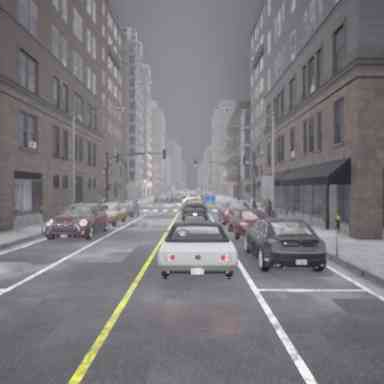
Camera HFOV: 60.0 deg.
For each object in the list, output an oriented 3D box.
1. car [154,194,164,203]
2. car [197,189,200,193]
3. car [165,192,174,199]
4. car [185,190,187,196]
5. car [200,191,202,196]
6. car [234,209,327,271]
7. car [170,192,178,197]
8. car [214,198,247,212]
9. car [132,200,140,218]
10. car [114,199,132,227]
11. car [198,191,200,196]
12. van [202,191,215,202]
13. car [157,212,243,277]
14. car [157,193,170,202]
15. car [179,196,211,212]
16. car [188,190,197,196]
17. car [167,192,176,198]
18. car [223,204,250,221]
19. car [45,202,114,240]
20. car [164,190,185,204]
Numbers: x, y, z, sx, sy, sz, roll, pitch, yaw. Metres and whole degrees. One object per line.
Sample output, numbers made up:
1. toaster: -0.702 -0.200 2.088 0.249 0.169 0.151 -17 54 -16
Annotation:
1. car: -5.154 1.047 53.932 2.008 1.369 4.403 0 1 0
2. car: 2.999 0.539 82.307 2.192 1.841 5.009 0 1 0
3. car: -5.053 0.808 76.488 1.752 1.417 4.829 0 1 0
4. car: -2.464 0.918 67.340 2.033 1.411 5.357 0 1 0
5. car: 2.922 0.973 65.266 1.802 1.307 4.206 0 1 0
6. car: 2.675 1.454 10.269 2.008 1.369 4.403 0 1 0
7. car: -4.975 0.676 93.703 1.947 1.339 4.313 0 1 0
8. car: 2.725 1.241 21.305 1.967 1.590 4.097 0 1 0
9. car: -5.275 1.300 26.852 2.008 1.369 4.403 0 1 0
10. car: -5.301 1.328 21.163 1.752 1.417 4.829 0 1 0
11. car: 2.973 0.863 76.629 1.802 1.307 4.206 0 1 0
12. van: 2.871 0.838 53.903 1.690 1.788 3.998 0 1 0
13. car: 0.142 1.508 9.838 1.895 1.301 4.718 0 1 0
14. car: -5.128 0.988 59.613 1.887 1.381 4.507 0 1 0
15. car: 0.205 1.268 25.316 1.837 1.490 4.892 0 0 0
16. car: 0.367 0.742 83.628 2.033 1.411 5.357 0 1 0
17. car: -5.026 0.790 82.340 1.947 1.339 4.313 0 1 0
18. car: 2.700 1.434 15.788 1.802 1.307 4.206 0 1 0
19. car: -5.325 1.292 15.815 1.967 1.590 4.097 0 1 0
20. car: -2.669 0.864 52.305 2.097 1.767 4.553 0 1 2
